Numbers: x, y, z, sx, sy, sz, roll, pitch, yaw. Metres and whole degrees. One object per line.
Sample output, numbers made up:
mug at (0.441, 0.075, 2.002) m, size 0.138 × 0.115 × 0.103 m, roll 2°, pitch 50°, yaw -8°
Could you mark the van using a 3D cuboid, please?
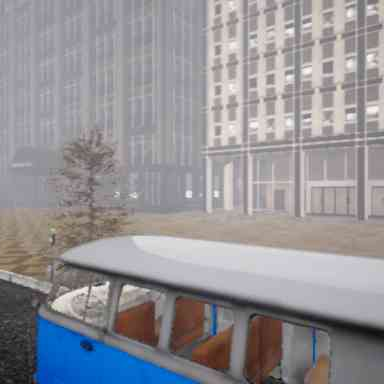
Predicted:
van at (0.391, 1.337, 2.595) m, size 3.998 × 1.788 × 1.690 m, roll 0°, pitch 0°, yaw 36°
